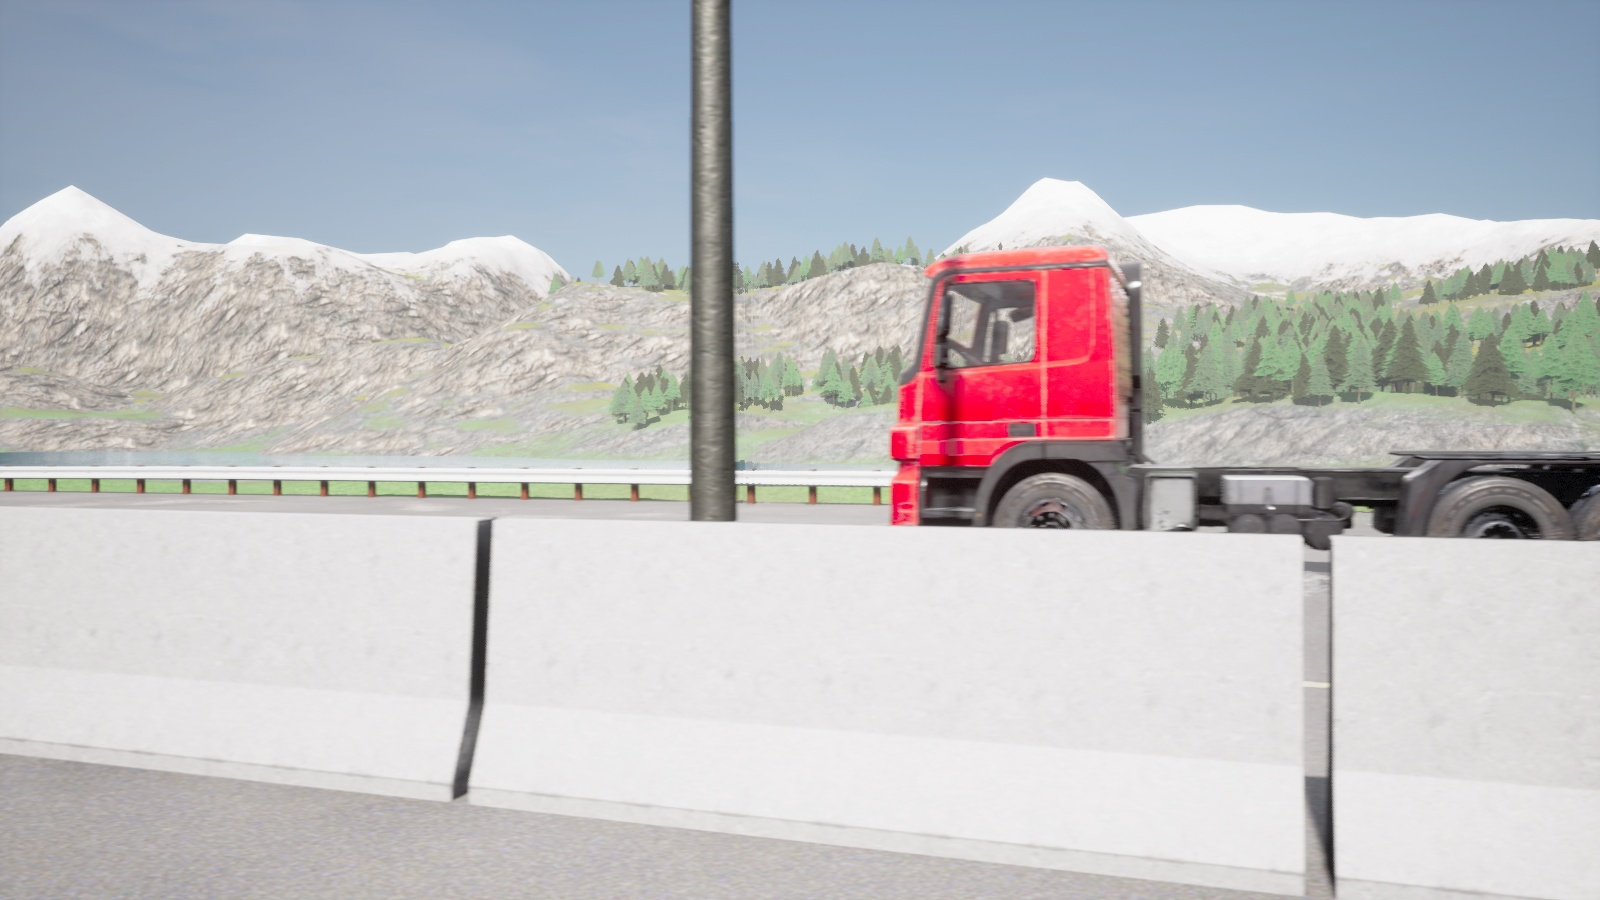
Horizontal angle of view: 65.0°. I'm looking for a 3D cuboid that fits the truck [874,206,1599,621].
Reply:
[{"bbox_3d":[4.963,-0.338,12.585,7.936,3.462,2.891,1,1,19],"label":"truck"}]
